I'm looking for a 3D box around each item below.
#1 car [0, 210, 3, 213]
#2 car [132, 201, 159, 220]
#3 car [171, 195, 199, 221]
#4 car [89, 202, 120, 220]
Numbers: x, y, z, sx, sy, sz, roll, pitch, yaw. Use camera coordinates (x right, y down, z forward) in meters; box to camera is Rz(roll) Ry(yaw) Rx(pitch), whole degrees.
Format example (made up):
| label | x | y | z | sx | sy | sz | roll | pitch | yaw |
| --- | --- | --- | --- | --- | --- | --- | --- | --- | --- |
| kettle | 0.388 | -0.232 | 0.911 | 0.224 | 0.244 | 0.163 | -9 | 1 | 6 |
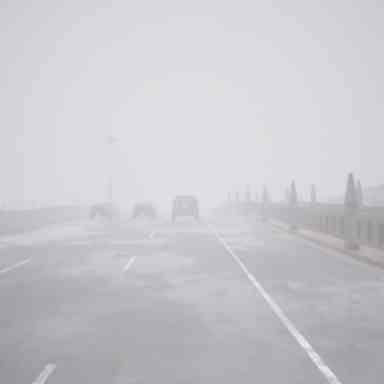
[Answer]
| label | x | y | z | sx | sy | sz | roll | pitch | yaw |
| --- | --- | --- | --- | --- | --- | --- | --- | --- | --- |
| car | -14.625 | 1.686 | 22.912 | 1.994 | 1.385 | 4.181 | 0 | 0 | -1 |
| car | -4.089 | 1.581 | 29.228 | 1.837 | 1.490 | 4.892 | 0 | -1 | -1 |
| car | -0.555 | 1.260 | 27.785 | 2.150 | 2.045 | 5.566 | 0 | 0 | -1 |
| car | -7.586 | 1.604 | 29.073 | 1.837 | 1.490 | 4.892 | 0 | -1 | -1 |
